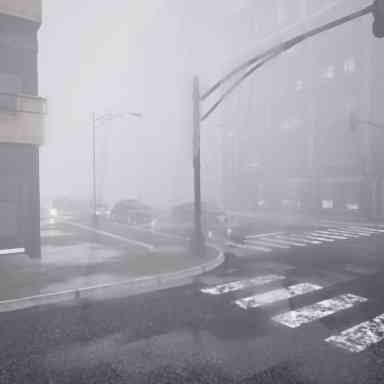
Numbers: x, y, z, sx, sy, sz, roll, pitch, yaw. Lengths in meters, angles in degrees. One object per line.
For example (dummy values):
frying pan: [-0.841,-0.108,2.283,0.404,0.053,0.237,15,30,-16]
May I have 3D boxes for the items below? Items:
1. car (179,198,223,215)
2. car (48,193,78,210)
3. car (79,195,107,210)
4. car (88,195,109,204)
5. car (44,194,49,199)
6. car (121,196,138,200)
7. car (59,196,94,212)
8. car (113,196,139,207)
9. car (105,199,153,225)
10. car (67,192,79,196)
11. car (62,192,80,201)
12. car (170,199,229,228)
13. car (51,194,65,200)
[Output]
car: [0.756,1.359,31.856,1.887,1.381,4.507,-1,1,-35]
car: [-15.918,1.313,41.040,1.967,1.590,4.097,-1,1,-35]
car: [-11.495,1.397,39.210,2.033,1.411,5.357,-1,1,-35]
car: [-15.594,1.217,55.295,1.752,1.417,4.829,-1,1,-35]
car: [-34.998,1.075,83.330,1.752,1.417,4.829,-1,1,-35]
car: [-5.493,1.374,30.526,1.882,1.535,5.008,-1,1,-35]
car: [-12.683,1.448,36.368,2.008,1.369,4.403,-1,1,-35]
car: [-9.126,1.266,45.950,1.752,1.417,4.829,-1,1,-35]
car: [-4.417,1.509,24.199,1.887,1.381,4.507,-1,1,-35]
car: [-19.904,1.222,56.790,1.837,1.490,4.892,-1,1,-35]
car: [-25.201,0.935,69.171,2.192,1.841,5.009,-1,1,-35]
car: [0.392,1.434,22.020,2.128,1.511,4.902,-1,1,-35]
car: [-31.667,1.124,78.518,2.008,1.369,4.403,-1,1,-35]
